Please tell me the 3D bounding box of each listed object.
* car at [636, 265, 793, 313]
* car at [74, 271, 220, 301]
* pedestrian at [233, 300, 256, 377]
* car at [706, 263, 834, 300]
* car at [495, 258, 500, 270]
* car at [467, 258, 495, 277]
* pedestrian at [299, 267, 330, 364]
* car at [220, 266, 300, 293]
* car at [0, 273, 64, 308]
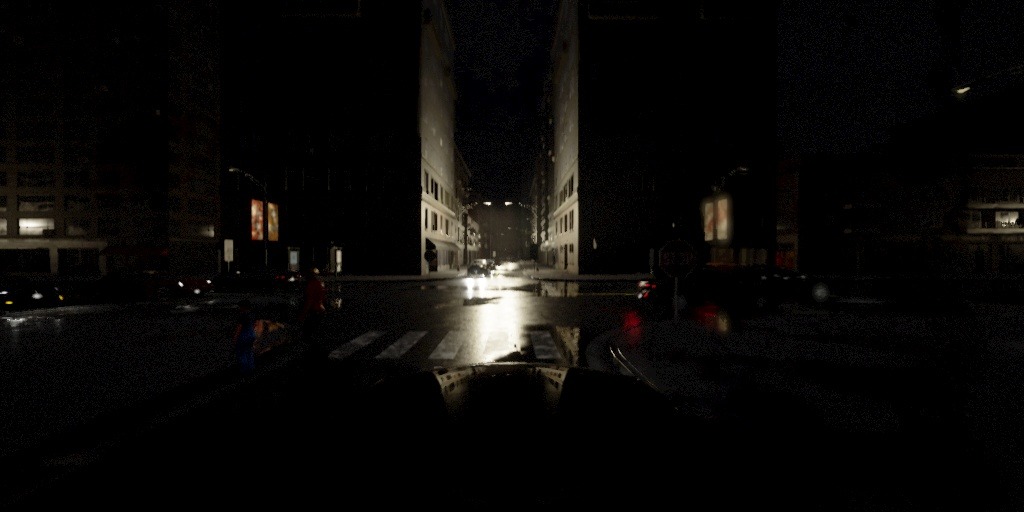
[{"bbox_3d":[7.133,1.205,13.232,4.892,1.490,1.837,0,0,0],"label":"car"},{"bbox_3d":[-16.676,1.319,16.458,4.718,1.301,1.895,0,0,0],"label":"car"},{"bbox_3d":[-4.430,1.307,5.940,0.375,1.300,0.375,0,0,0],"label":"pedestrian"},{"bbox_3d":[11.930,1.183,16.486,4.892,1.490,1.837,0,0,0],"label":"car"},{"bbox_3d":[-3.038,1.085,46.653,2.128,1.511,4.902,0,0,0],"label":"car"},{"bbox_3d":[-3.088,1.126,34.174,2.128,1.511,4.902,0,0,2],"label":"car"},{"bbox_3d":[-3.586,1.025,6.536,0.375,1.860,0.375,0,0,0],"label":"pedestrian"},{"bbox_3d":[-14.202,1.262,19.913,4.181,1.385,1.994,0,0,0],"label":"car"},{"bbox_3d":[-19.478,1.303,13.207,4.181,1.385,1.994,0,0,0],"label":"car"}]
